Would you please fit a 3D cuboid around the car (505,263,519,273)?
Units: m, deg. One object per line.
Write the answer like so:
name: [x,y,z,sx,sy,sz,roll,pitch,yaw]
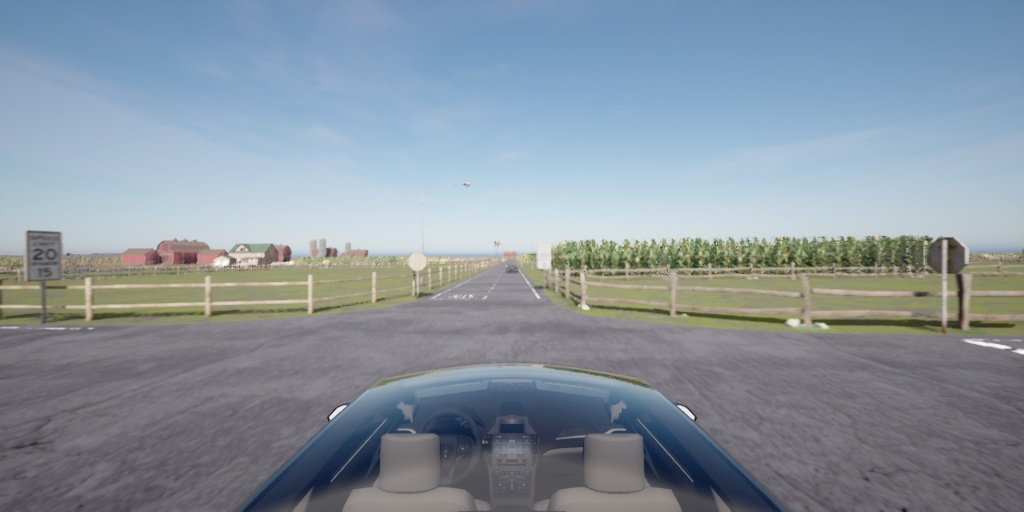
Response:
car: [-0.024,1.724,53.321,2.128,1.511,4.902,0,-1,0]
